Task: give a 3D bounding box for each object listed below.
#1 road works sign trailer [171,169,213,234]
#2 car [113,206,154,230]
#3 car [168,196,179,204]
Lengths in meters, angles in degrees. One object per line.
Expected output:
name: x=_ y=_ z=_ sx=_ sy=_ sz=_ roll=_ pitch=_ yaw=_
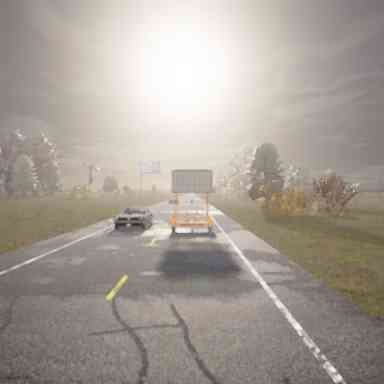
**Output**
road works sign trailer: x=-0.006 y=0.452 z=19.278 sx=2.380 sy=3.560 sz=2.880 roll=0 pitch=0 yaw=0
car: x=-3.606 y=1.586 z=21.161 sx=1.895 sy=1.301 sz=4.718 roll=0 pitch=0 yaw=0
car: x=-3.536 y=1.549 z=65.007 sx=1.994 sy=1.385 sz=4.181 roll=0 pitch=0 yaw=0
